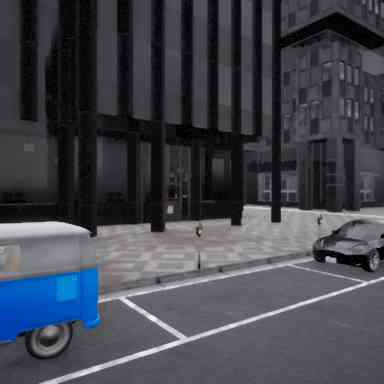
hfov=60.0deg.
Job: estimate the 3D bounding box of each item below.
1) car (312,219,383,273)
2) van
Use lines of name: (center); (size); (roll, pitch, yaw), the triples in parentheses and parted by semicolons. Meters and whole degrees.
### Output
car: (5.729, 1.565, 10.733); (4.313, 1.339, 1.947); (0, 0, -36)
van: (-3.246, 1.340, 4.331); (3.998, 1.788, 1.690); (0, 0, -35)
